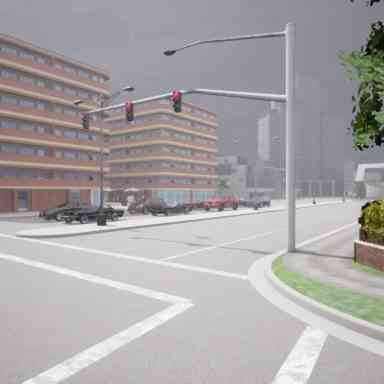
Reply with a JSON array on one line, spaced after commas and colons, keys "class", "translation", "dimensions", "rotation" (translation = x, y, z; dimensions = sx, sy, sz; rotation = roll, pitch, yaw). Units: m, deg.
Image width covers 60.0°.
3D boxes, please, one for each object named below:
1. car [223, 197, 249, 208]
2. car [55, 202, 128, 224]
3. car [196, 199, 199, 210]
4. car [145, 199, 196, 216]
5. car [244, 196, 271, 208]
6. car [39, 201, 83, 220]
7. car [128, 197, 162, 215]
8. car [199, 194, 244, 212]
[{"class": "car", "translation": [6.734, 1.526, 50.131], "dimensions": [1.812, 1.442, 4.674], "rotation": [0, 0, 36]}, {"class": "car", "translation": [-7.376, 1.601, 24.910], "dimensions": [1.895, 1.301, 4.718], "rotation": [0, 0, 33]}, {"class": "car", "translation": [0.681, 1.601, 41.872], "dimensions": [1.895, 1.301, 4.718], "rotation": [0, 0, 36]}, {"class": "car", "translation": [-1.964, 1.599, 32.306], "dimensions": [1.895, 1.301, 4.718], "rotation": [0, 0, 36]}, {"class": "car", "translation": [9.667, 1.352, 48.214], "dimensions": [2.097, 1.767, 4.553], "rotation": [0, 0, 36]}, {"class": "car", "translation": [-9.979, 1.505, 27.245], "dimensions": [1.837, 1.490, 4.892], "rotation": [0, 0, 36]}, {"class": "car", "translation": [-4.574, 1.352, 34.656], "dimensions": [2.097, 1.767, 4.553], "rotation": [0, 0, 35]}, {"class": "car", "translation": [3.613, 1.221, 39.950], "dimensions": [2.150, 2.045, 5.566], "rotation": [0, 0, 36]}]
